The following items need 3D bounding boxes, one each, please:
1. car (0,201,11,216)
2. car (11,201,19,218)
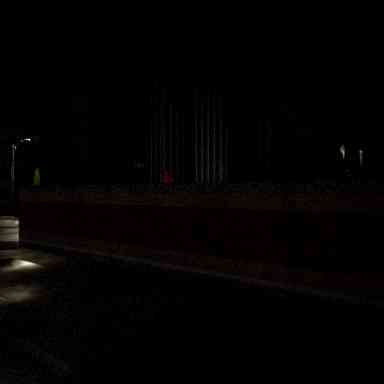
[{"bbox_3d":[-16.423,1.547,29.102,2.128,1.511,4.902,0,0,37],"label":"car"},{"bbox_3d":[-12.265,1.603,28.823,2.033,1.411,5.357,0,0,37],"label":"car"}]
